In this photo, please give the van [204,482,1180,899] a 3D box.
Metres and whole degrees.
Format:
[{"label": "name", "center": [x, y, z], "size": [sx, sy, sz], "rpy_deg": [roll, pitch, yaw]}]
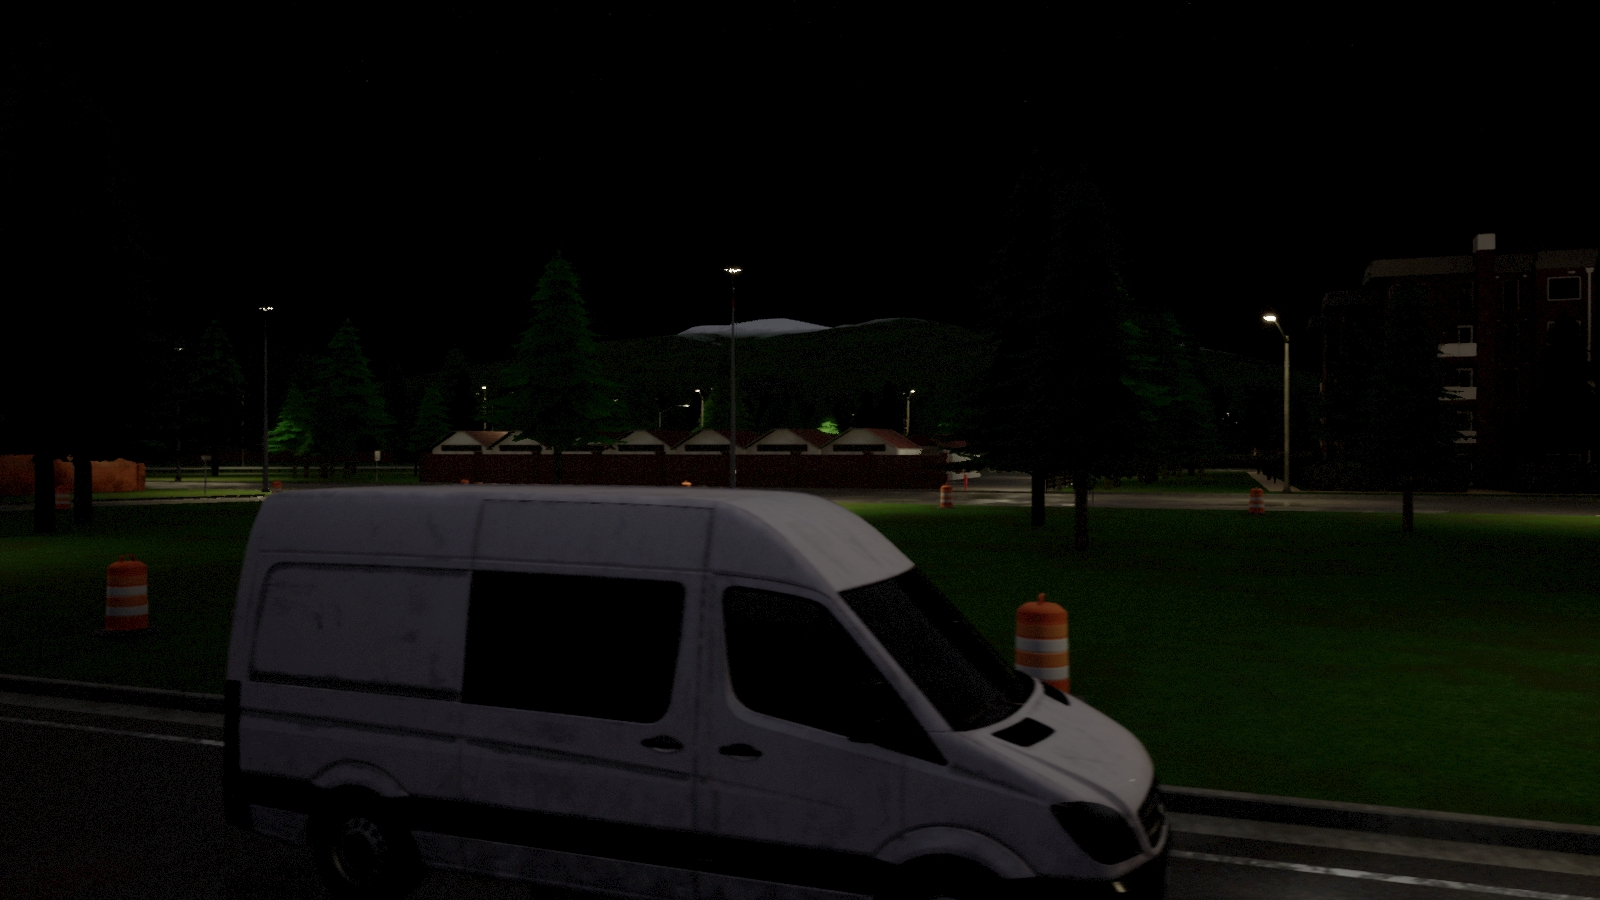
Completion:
[{"label": "van", "center": [-0.724, 1.534, 7.292], "size": [5.915, 2.561, 1.988], "rpy_deg": [0, 0, 20]}]
